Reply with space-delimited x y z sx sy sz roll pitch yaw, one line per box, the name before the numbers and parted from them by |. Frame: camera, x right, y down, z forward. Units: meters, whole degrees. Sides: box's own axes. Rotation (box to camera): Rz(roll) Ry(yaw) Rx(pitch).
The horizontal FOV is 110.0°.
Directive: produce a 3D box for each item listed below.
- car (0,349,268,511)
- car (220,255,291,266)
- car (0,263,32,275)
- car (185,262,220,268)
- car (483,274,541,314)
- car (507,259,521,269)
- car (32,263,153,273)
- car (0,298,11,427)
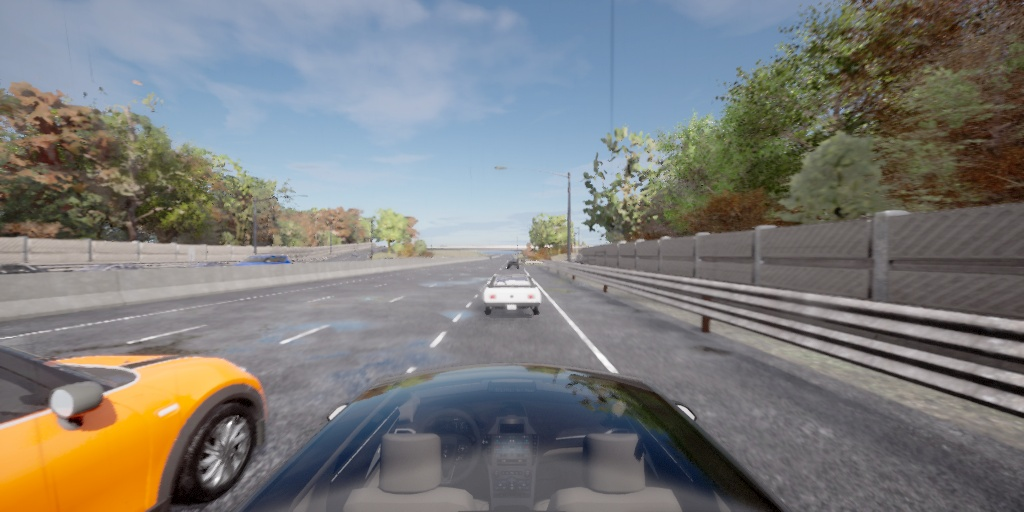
car | -3.400 1.103 1.571 2.097 1.767 4.553 0 0 0
car | -21.080 0.938 30.231 2.150 2.045 5.566 0 0 0
car | -31.569 1.223 21.723 1.837 1.490 4.892 0 0 0
car | -28.084 1.259 32.986 2.033 1.411 5.357 0 0 0
car | 0.002 1.330 13.575 1.895 1.301 4.718 0 0 0
car | 0.334 1.205 56.182 1.837 1.490 4.892 -1 0 5
car | -24.575 1.210 21.713 2.128 1.511 4.902 0 0 0
car | -6.899 1.255 1.835 1.837 1.490 4.892 0 0 0
